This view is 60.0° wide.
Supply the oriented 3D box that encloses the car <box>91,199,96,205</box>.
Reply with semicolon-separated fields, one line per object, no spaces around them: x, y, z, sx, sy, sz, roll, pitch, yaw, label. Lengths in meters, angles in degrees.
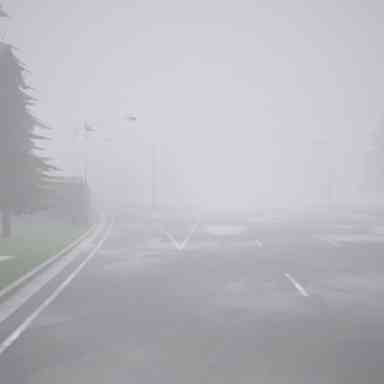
-25.627;2.481;83.718;1.837;1.490;4.892;0;-1;-29;car
